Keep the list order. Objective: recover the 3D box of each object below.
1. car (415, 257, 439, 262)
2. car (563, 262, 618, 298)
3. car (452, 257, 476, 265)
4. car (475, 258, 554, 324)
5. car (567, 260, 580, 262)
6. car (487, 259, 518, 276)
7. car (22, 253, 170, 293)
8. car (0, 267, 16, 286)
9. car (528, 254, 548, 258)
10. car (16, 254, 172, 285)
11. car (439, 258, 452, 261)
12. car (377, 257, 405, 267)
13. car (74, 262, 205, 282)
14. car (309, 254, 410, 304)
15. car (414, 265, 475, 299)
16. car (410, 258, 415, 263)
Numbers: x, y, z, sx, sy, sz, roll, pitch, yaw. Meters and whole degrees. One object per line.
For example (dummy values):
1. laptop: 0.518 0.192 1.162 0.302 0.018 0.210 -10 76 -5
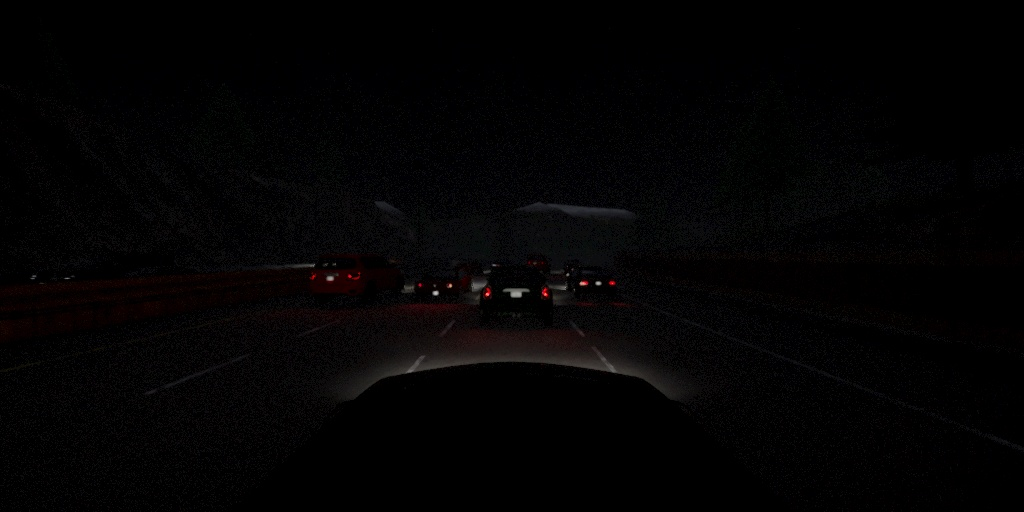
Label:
1. car: -13.336 0.992 58.820 1.837 1.490 4.892 0 1 18
2. car: 3.862 1.222 18.010 2.033 1.411 5.357 0 0 3
3. car: -4.274 1.065 37.229 1.882 1.535 5.008 0 0 10
4. car: 0.159 1.056 11.842 2.097 1.767 4.553 0 0 1
5. car: 6.370 1.113 37.077 1.812 1.442 4.674 0 0 11
6. car: -0.861 1.082 36.455 2.128 1.511 4.902 0 0 10
7. car: -24.143 0.882 21.289 2.150 2.045 5.566 0 0 4
8. car: -27.734 1.268 19.925 1.895 1.301 4.718 0 0 3
9. car: 2.779 0.809 37.047 2.150 2.045 5.566 0 0 11
10. car: -20.794 0.894 18.723 2.150 2.045 5.566 0 0 3
11. car: -9.577 0.990 59.150 1.837 1.490 4.892 0 1 19
12. car: -20.253 0.960 60.210 1.882 1.535 5.008 0 0 18
13. car: -17.346 1.204 17.429 1.812 1.442 4.674 0 0 3
14. car: -6.710 0.908 16.120 2.150 2.045 5.566 0 1 2
15. car: -3.145 1.279 17.479 1.895 1.301 4.718 0 0 3
16. car: -16.120 0.980 61.570 1.837 1.490 4.892 0 0 19
